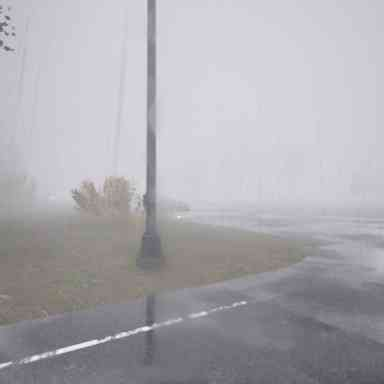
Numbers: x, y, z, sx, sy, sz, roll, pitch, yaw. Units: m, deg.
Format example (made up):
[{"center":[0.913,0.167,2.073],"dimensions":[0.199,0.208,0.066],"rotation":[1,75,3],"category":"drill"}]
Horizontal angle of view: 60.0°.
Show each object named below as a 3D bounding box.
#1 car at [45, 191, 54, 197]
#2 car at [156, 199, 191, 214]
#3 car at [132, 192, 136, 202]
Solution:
[{"center":[-37.308,0.495,87.174],"dimensions":[2.128,1.511,4.902],"rotation":[-1,1,-28],"category":"car"},{"center":[-1.901,1.338,32.032],"dimensions":[1.994,1.385,4.181],"rotation":[-1,1,-35],"category":"car"},{"center":[-11.591,0.612,58.023],"dimensions":[2.150,2.045,5.566],"rotation":[-1,1,-35],"category":"car"}]
